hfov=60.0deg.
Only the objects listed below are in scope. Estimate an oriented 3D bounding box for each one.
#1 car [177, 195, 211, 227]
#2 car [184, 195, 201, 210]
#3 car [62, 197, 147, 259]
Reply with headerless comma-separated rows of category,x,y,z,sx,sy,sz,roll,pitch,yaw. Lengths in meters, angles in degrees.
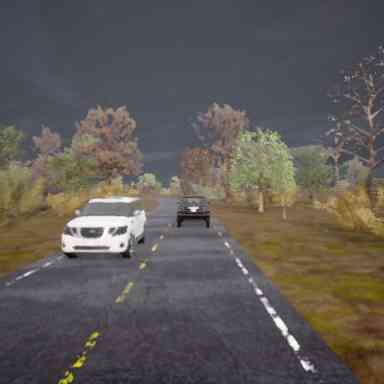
car,0.107,1.217,22.977,2.150,2.045,5.566,0,0,0
car,0.048,1.333,42.512,2.097,1.767,4.553,0,0,-1
car,-3.089,1.220,12.971,2.150,2.045,5.566,0,0,0
